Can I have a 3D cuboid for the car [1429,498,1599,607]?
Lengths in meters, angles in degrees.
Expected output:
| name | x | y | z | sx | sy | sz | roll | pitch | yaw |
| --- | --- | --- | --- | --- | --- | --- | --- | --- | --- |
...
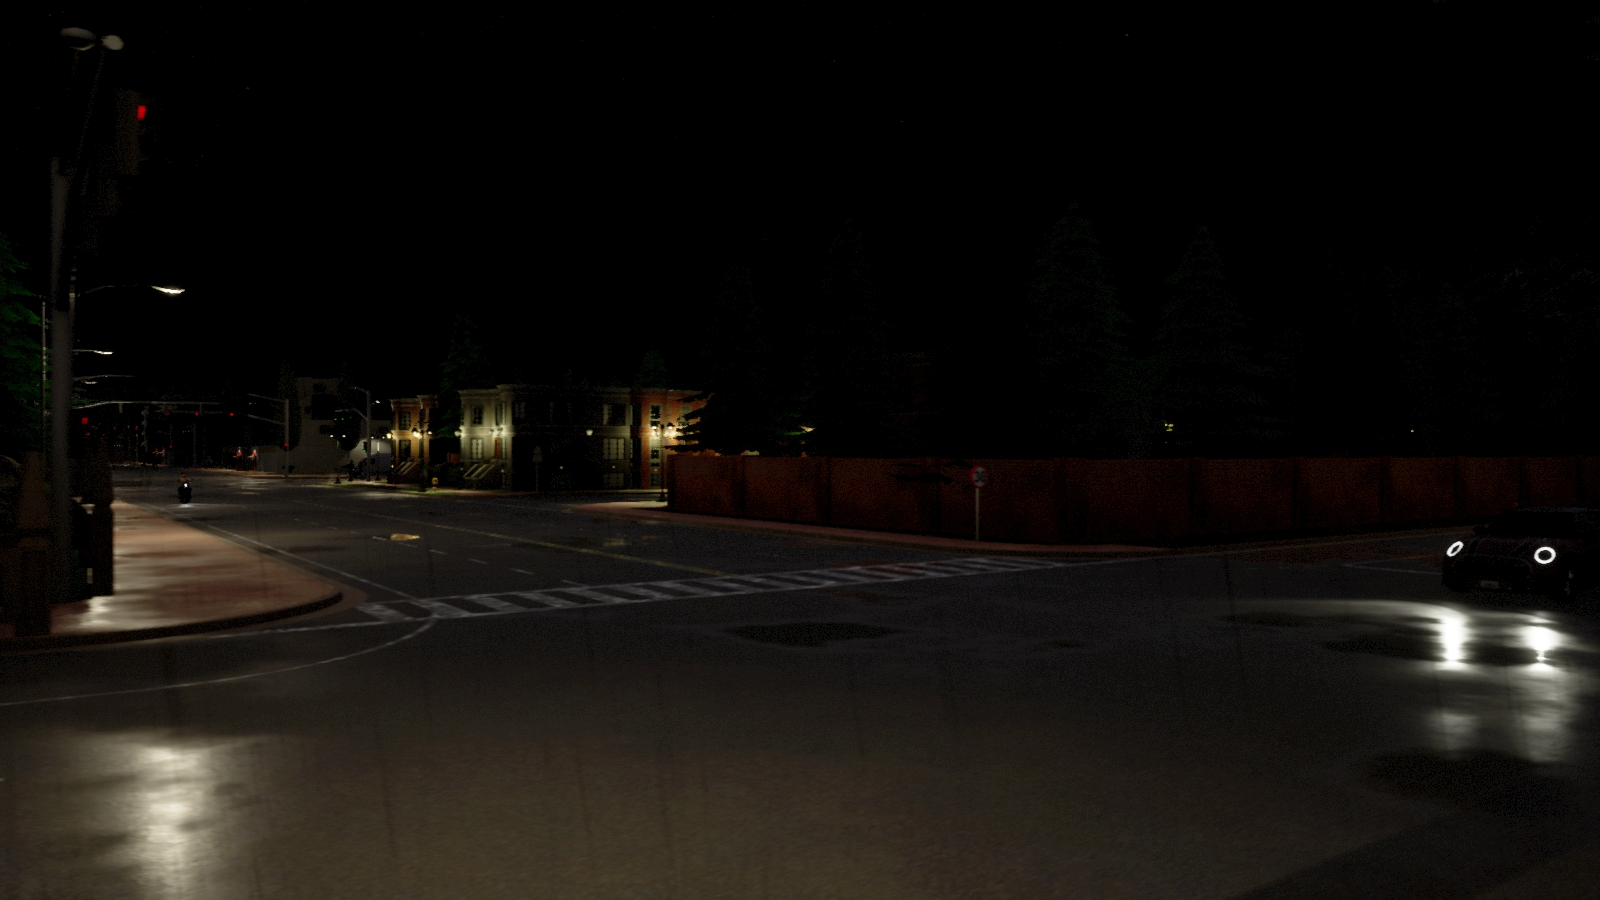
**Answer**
| name | x | y | z | sx | sy | sz | roll | pitch | yaw |
| --- | --- | --- | --- | --- | --- | --- | --- | --- | --- |
| car | 14.680 | 1.924 | 22.628 | 4.553 | 1.767 | 2.097 | 0 | 0 | -35 |
